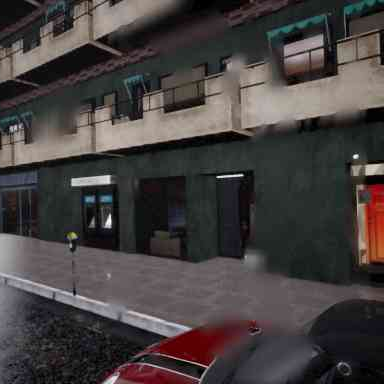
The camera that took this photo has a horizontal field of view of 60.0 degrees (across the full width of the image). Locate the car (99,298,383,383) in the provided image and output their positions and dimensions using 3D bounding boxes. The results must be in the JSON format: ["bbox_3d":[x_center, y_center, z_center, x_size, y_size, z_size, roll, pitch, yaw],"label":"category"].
[{"bbox_3d":[1.116,1.441,1.959,4.097,1.590,1.967,0,-2,36],"label":"car"}]
